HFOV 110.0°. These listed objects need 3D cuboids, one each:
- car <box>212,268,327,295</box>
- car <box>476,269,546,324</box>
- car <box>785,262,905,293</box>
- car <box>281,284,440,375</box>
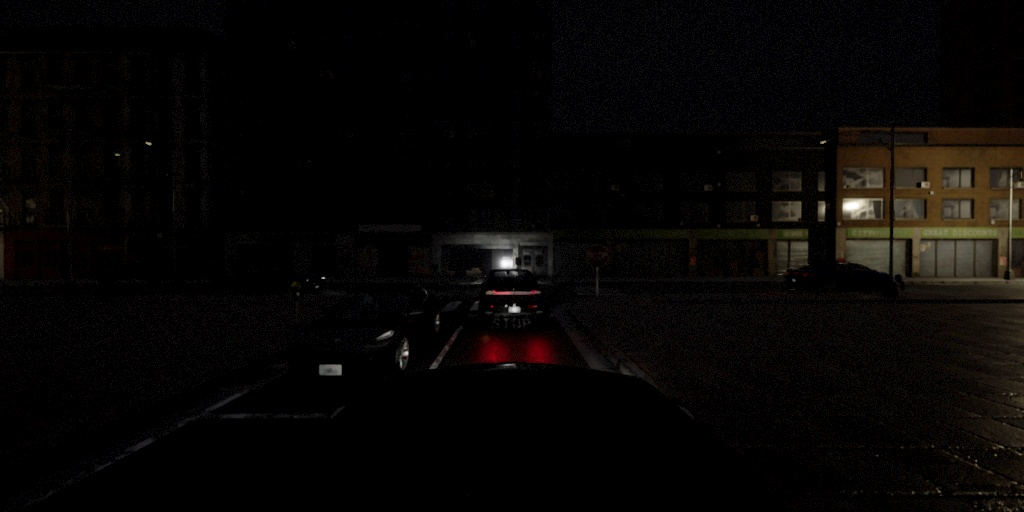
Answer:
[{"bbox_3d":[-11.983,1.248,17.980,4.718,1.301,1.895,0,1,0],"label":"car"},{"bbox_3d":[-0.111,1.160,11.668,2.128,1.511,4.902,0,0,-4],"label":"car"},{"bbox_3d":[16.629,1.060,18.026,5.008,1.535,1.882,0,1,0],"label":"car"},{"bbox_3d":[-2.649,1.270,7.403,1.948,1.339,4.313,0,0,0],"label":"car"}]
